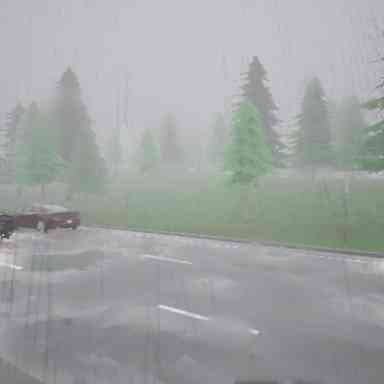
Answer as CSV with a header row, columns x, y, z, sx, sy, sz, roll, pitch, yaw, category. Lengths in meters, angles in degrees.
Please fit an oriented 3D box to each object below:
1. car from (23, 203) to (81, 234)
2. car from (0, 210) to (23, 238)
x,y,z,sx,sy,sz,roll,pitch,yaw,category
-8.303,1.364,18.506,5.008,1.535,1.882,0,0,35,car
-10.278,1.365,15.616,5.008,1.535,1.882,0,0,35,car
